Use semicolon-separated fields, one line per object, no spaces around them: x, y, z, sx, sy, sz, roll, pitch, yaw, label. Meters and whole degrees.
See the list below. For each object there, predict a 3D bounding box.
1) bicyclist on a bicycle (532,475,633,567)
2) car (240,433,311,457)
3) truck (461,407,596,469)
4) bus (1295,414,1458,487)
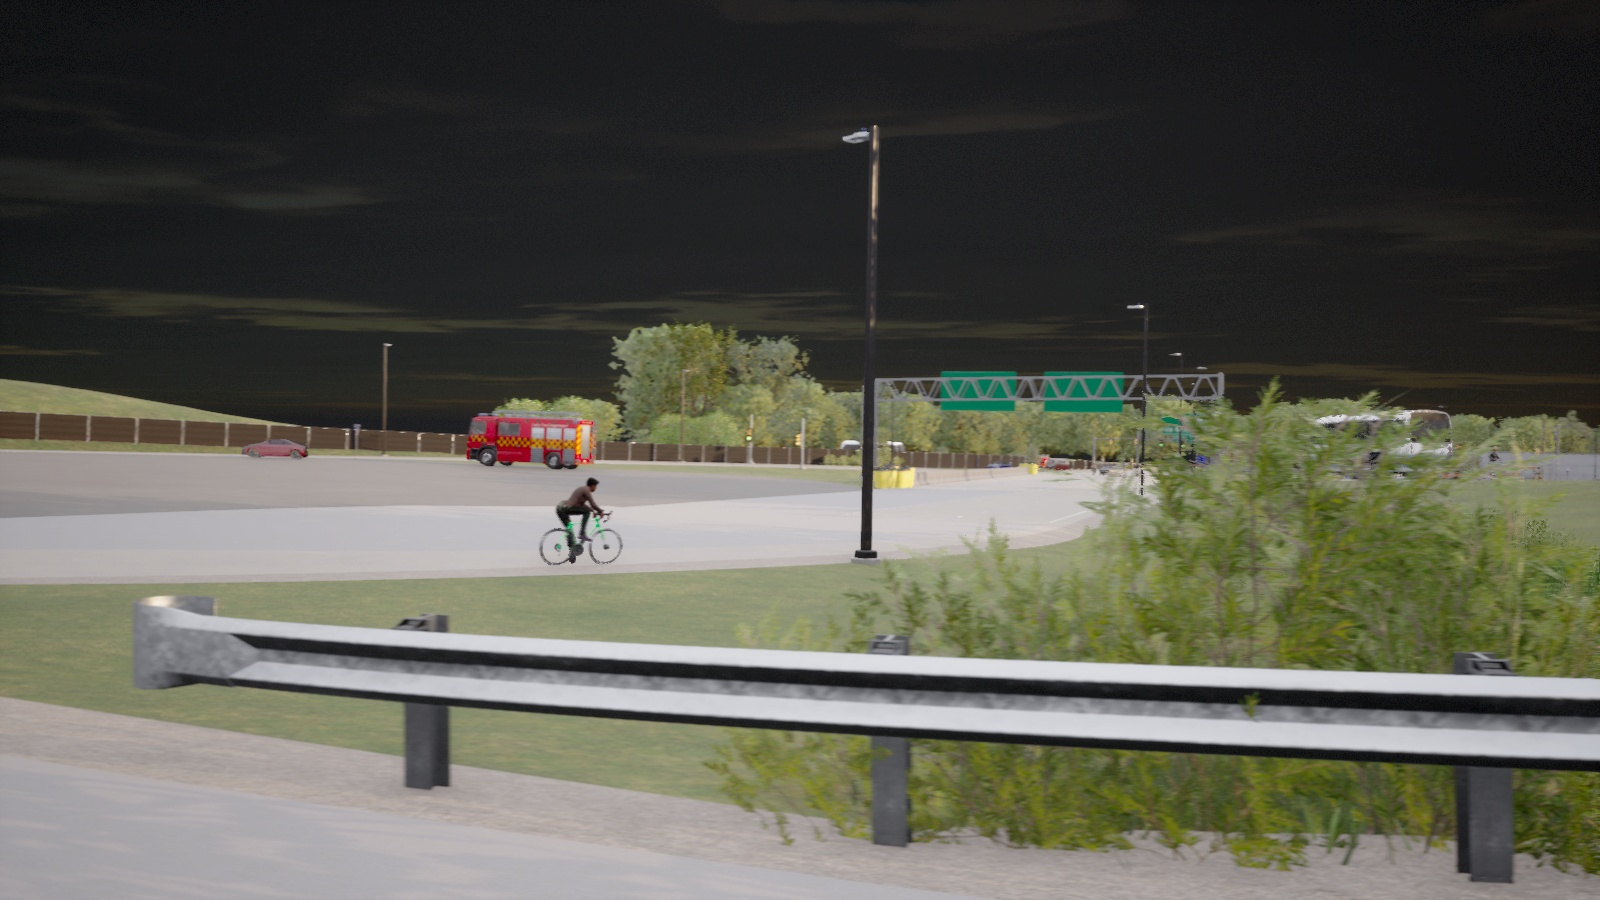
-3.998;1.302;23.124;1.656;1.620;0.582;3;0;-34;bicyclist on a bicycle
-35.480;-0.350;85.048;4.181;1.385;1.994;2;1;-13;car
-18.444;-0.834;85.251;8.468;3.827;2.891;3;1;17;truck
36.478;0.106;80.070;3.944;4.253;10.273;2;-1;-13;bus
